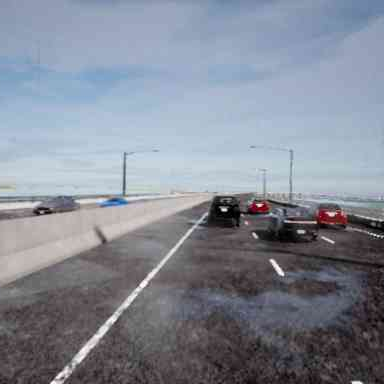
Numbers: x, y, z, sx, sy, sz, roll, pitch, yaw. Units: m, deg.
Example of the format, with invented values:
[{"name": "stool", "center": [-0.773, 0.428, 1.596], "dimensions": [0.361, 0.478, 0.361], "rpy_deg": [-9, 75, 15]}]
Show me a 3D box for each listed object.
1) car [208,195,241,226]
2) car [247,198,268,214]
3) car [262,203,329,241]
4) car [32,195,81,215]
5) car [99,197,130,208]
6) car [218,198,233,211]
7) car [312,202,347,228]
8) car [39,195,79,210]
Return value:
[{"name": "car", "center": [2.321, 1.225, 23.777], "dimensions": [2.150, 2.045, 5.566], "rpy_deg": [1, 0, 6]}, {"name": "car", "center": [7.136, 1.440, 36.024], "dimensions": [2.097, 1.767, 4.553], "rpy_deg": [1, 0, 6]}, {"name": "car", "center": [5.183, 1.580, 17.423], "dimensions": [2.128, 1.511, 4.902], "rpy_deg": [1, 0, 6]}, {"name": "car", "center": [-11.447, 1.203, 28.678], "dimensions": [2.033, 1.411, 5.357], "rpy_deg": [1, 0, 6]}, {"name": "car", "center": [-7.506, 1.219, 32.595], "dimensions": [1.882, 1.535, 5.008], "rpy_deg": [1, 0, 6]}, {"name": "car", "center": [4.317, 1.526, 42.562], "dimensions": [1.812, 1.442, 4.674], "rpy_deg": [1, 0, 6]}, {"name": "car", "center": [9.369, 1.526, 23.905], "dimensions": [2.097, 1.767, 4.553], "rpy_deg": [1, 0, 6]}, {"name": "car", "center": [-14.195, 1.075, 35.832], "dimensions": [1.837, 1.490, 4.892], "rpy_deg": [1, 0, 6]}]
